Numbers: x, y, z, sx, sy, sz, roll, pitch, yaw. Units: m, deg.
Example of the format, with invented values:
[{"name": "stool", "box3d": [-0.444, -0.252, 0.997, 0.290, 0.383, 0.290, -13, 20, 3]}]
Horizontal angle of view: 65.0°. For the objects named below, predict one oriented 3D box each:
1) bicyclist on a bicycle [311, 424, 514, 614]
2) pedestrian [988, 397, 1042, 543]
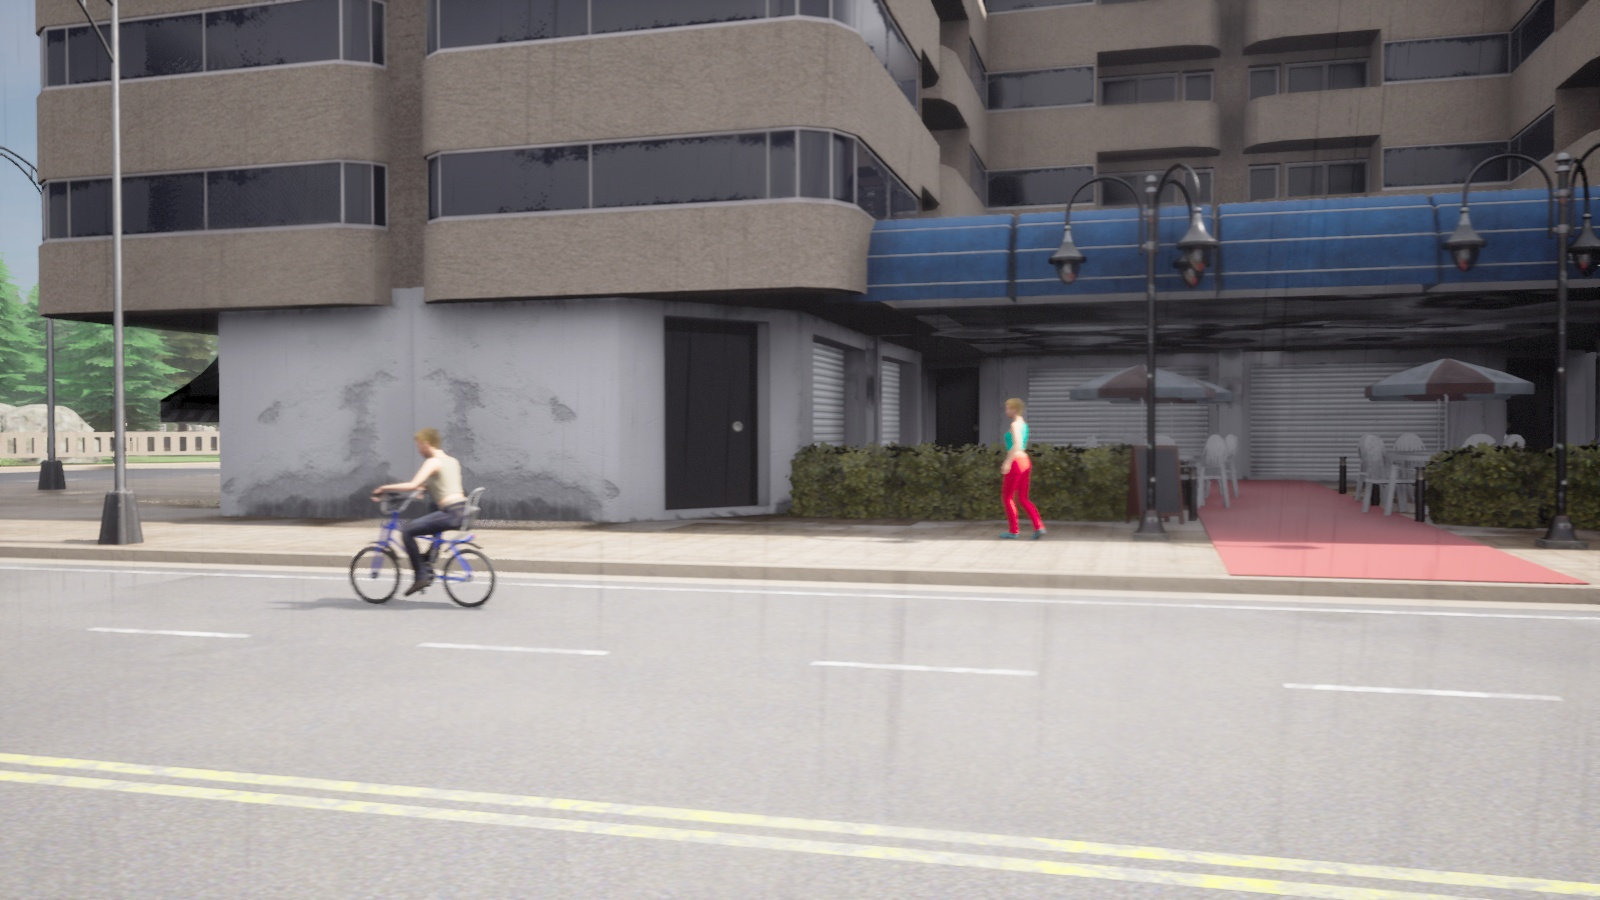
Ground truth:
[{"name": "bicyclist on a bicycle", "box3d": [-3.465, 0.575, 11.279, 1.509, 1.612, 0.866, 0, 1, 16]}, {"name": "pedestrian", "box3d": [2.766, 0.246, 16.163, 0.594, 1.836, 0.345, 1, 1, 34]}]
